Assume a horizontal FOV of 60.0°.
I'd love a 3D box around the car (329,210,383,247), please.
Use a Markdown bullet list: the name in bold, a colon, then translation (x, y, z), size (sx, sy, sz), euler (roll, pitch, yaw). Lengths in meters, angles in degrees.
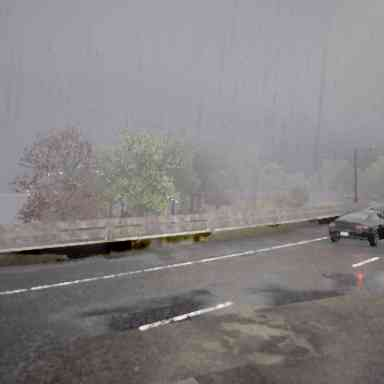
- **car**: translation (7.861, 1.531, 15.121), size (4.674, 1.442, 1.812), euler (0, 0, -44)
